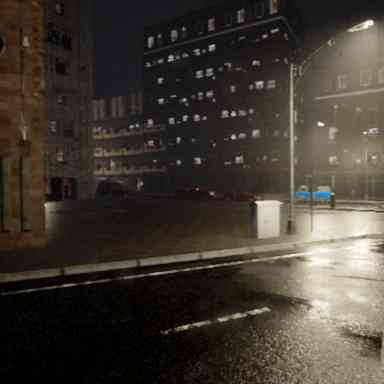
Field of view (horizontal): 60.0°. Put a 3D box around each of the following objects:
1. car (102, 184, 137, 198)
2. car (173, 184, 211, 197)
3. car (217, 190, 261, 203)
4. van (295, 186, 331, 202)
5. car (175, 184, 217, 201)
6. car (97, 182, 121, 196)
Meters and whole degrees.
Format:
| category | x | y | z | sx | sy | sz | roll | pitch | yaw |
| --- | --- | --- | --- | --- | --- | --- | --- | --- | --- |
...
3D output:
| category | x | y | z | sx | sy | sz | roll | pitch | yaw |
| --- | --- | --- | --- | --- | --- | --- | --- | --- | --- |
| car | -9.251 | 0.043 | 44.037 | 4.507 | 1.381 | 1.887 | 2 | 1 | 31 |
| car | -0.025 | -0.230 | 48.291 | 5.009 | 1.841 | 2.192 | 2 | 1 | 31 |
| car | 5.265 | 0.498 | 35.388 | 4.206 | 1.307 | 1.802 | 2 | 1 | 31 |
| van | 14.486 | 0.209 | 39.645 | 3.998 | 1.788 | 1.690 | 2 | 1 | 31 |
| car | 0.433 | 0.093 | 38.266 | 5.009 | 1.841 | 2.192 | 2 | 1 | 31 |
| car | -11.311 | -0.435 | 48.305 | 5.566 | 2.045 | 2.150 | 1 | 2 | 31 |
